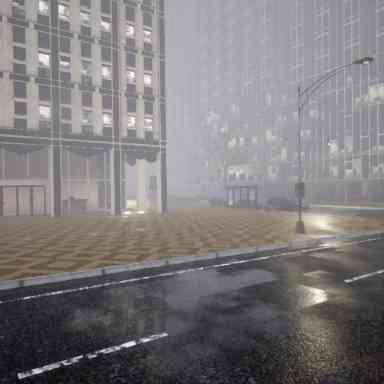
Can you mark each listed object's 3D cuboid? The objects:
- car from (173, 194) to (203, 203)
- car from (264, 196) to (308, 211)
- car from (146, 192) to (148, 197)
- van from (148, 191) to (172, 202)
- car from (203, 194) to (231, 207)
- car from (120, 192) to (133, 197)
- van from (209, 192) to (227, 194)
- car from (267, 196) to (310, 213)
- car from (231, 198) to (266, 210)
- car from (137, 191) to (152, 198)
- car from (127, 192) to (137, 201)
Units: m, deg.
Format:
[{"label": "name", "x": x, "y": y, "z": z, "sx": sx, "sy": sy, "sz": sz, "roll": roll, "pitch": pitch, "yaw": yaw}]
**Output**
[{"label": "car", "x": -0.655, "y": 1.203, "z": 55.686, "sx": 1.895, "sy": 1.301, "sz": 4.718, "roll": -1, "pitch": 1, "yaw": -34}, {"label": "car", "x": 10.879, "y": 1.290, "z": 38.824, "sx": 1.837, "sy": 1.490, "sz": 4.892, "roll": -1, "pitch": 2, "yaw": -35}, {"label": "car", "x": -8.427, "y": 0.615, "z": 77.193, "sx": 2.192, "sy": 1.841, "sz": 5.009, "roll": 0, "pitch": 1, "yaw": -34}, {"label": "van", "x": -5.687, "y": 0.938, "z": 58.395, "sx": 1.690, "sy": 1.788, "sz": 3.998, "roll": 0, "pitch": 1, "yaw": -34}, {"label": "car", "x": 3.916, "y": 1.320, "z": 44.311, "sx": 1.947, "sy": 1.339, "sz": 4.313, "roll": 0, "pitch": 1, "yaw": -34}, {"label": "car", "x": -18.075, "y": 0.689, "z": 91.254, "sx": 2.008, "sy": 1.369, "sz": 4.403, "roll": 0, "pitch": 1, "yaw": -34}, {"label": "van", "x": 4.438, "y": 0.856, "z": 58.449, "sx": 1.690, "sy": 1.788, "sz": 3.998, "roll": 0, "pitch": 1, "yaw": -34}, {"label": "car", "x": 10.287, "y": 1.424, "z": 34.894, "sx": 1.947, "sy": 1.339, "sz": 4.313, "roll": 0, "pitch": 1, "yaw": -34}, {"label": "car", "x": 7.084, "y": 1.388, "z": 39.592, "sx": 1.802, "sy": 1.307, "sz": 4.206, "roll": 0, "pitch": 1, "yaw": -34}, {"label": "car", "x": -11.643, "y": 0.686, "z": 81.881, "sx": 1.967, "sy": 1.590, "sz": 4.097, "roll": 0, "pitch": 1, "yaw": -34}, {"label": "car", "x": -12.120, "y": 1.040, "z": 67.769, "sx": 2.008, "sy": 1.369, "sz": 4.403, "roll": 0, "pitch": 1, "yaw": -34}]
